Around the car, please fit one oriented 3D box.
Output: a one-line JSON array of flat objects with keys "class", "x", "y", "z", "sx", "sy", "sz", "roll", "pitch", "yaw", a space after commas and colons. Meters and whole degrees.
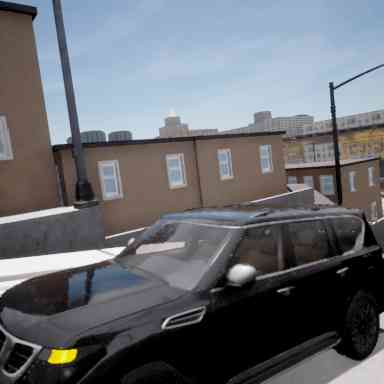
[{"class": "car", "x": 0.456, "y": 1.224, "z": 4.384, "sx": 5.566, "sy": 2.045, "sz": 2.150, "roll": 0, "pitch": 0, "yaw": -37}]
